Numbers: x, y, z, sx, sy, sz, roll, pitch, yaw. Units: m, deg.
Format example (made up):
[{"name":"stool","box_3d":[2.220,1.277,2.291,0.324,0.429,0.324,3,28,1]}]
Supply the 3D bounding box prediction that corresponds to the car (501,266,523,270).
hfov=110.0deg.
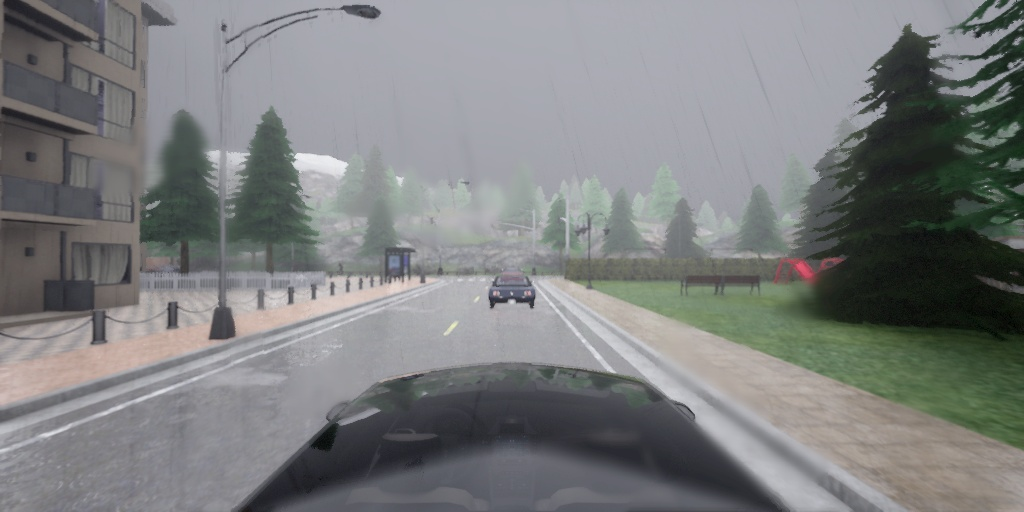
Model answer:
[{"name":"car","box_3d":[0.026,1.587,31.153,1.994,1.385,4.181,0,0,0]}]

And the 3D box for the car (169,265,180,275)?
[{"name":"car","box_3d":[-40.873,1.702,41.848,4.181,1.385,1.994,0,-1,0]}]

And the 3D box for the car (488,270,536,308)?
[{"name":"car","box_3d":[0.003,1.482,15.955,1.895,1.301,4.718,0,0,0]}]

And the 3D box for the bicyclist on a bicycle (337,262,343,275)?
[{"name":"bicyclist on a bicycle","box_3d":[-21.648,1.622,45.206,0.582,1.620,1.656,0,0,0]}]

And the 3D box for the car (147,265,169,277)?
[{"name":"car","box_3d":[-40.292,1.584,38.336,5.008,1.535,1.882,0,-1,1]}]
